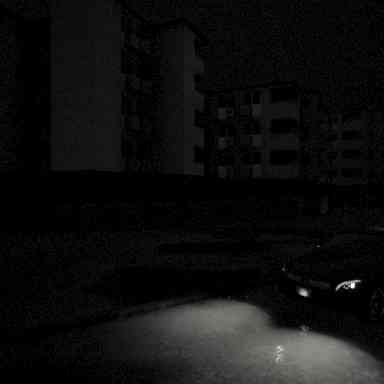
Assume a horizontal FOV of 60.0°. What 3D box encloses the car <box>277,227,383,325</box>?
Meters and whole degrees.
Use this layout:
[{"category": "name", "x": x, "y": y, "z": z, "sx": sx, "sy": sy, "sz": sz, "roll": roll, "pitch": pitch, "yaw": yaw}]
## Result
[{"category": "car", "x": 3.917, "y": 1.525, "z": 7.229, "sx": 4.674, "sy": 1.442, "sz": 1.812, "roll": 0, "pitch": 0, "yaw": -34}]
